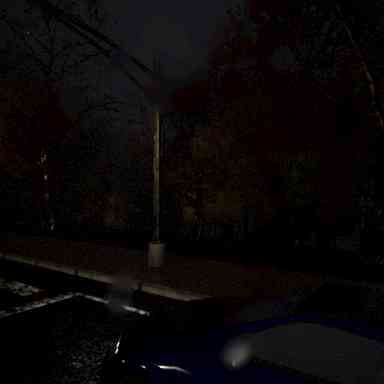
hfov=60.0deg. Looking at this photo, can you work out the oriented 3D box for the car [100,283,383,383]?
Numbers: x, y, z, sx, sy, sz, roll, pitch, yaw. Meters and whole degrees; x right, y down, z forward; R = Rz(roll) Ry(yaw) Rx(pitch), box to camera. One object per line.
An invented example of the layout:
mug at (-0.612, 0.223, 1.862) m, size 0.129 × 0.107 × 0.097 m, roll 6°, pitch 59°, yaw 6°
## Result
car at (1.127, 1.564, 2.879) m, size 4.181 × 1.385 × 1.994 m, roll 0°, pitch 0°, yaw 35°
